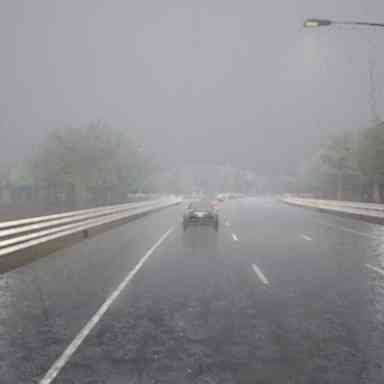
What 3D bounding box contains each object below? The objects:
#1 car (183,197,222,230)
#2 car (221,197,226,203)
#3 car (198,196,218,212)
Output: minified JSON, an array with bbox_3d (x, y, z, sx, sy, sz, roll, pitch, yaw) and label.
[{"bbox_3d":[0.599,1.345,20.960,2.097,1.767,4.553,0,0,3],"label":"car"},{"bbox_3d":[5.857,1.571,68.312,1.895,1.301,4.718,0,0,10],"label":"car"},{"bbox_3d":[1.974,1.336,39.223,2.097,1.767,4.553,0,0,6],"label":"car"}]
